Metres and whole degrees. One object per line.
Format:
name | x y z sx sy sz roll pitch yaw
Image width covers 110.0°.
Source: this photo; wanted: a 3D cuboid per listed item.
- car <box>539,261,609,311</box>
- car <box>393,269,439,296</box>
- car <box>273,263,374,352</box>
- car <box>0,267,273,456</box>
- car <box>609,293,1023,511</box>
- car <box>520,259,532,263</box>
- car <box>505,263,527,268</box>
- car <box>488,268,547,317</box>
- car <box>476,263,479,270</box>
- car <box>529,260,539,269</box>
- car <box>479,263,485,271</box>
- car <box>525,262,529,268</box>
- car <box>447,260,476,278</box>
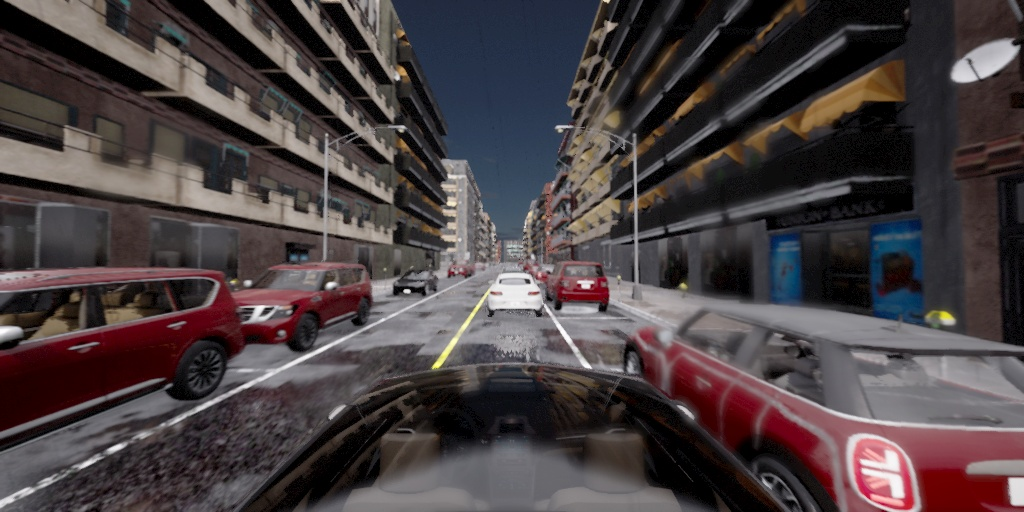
car | 2.527 1.141 14.768 2.192 1.841 5.009 0 0 0
car | -5.324 1.428 20.355 1.948 1.339 4.313 0 0 0
car | -5.319 1.109 9.293 2.192 1.841 5.009 0 0 0
car | -5.316 1.077 3.763 2.192 1.841 5.009 0 0 0
car | 2.574 1.201 3.707 1.967 1.591 4.097 0 0 0
car | 2.509 1.382 47.954 2.192 1.841 5.009 0 0 0
car | 0.086 1.539 31.287 1.895 1.301 4.718 0 0 0
car | 0.095 1.344 13.478 1.812 1.442 4.674 0 0 0
car | -5.336 1.569 42.475 1.888 1.381 4.507 0 0 0
car | 2.521 1.339 25.831 1.967 1.591 4.097 0 0 0
car | -5.345 1.747 59.067 1.802 1.307 4.207 0 0 0
car | 2.515 1.561 36.893 1.802 1.307 4.207 0 0 0
car | -5.333 1.295 36.944 2.192 1.841 5.009 0 0 0
